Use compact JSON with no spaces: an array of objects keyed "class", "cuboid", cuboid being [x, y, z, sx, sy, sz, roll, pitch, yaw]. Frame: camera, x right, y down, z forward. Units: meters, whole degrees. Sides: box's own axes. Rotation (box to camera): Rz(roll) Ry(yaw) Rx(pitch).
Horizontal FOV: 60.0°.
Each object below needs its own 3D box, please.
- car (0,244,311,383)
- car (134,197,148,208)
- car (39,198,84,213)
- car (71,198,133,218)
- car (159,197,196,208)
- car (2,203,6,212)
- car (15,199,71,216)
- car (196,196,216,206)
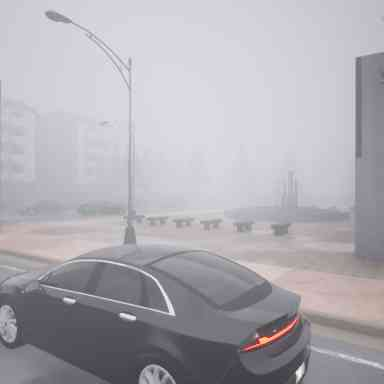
[{"class":"car","cuboid":[-0.922,1.505,4.649,4.892,1.490,1.837,0,0,35]},{"class":"car","cuboid":[-8.506,1.505,46.892,4.892,1.490,1.837,0,0,-44]},{"class":"car","cuboid":[-15.100,1.526,38.818,1.812,1.442,4.674,0,0,36]},{"class":"car","cuboid":[-8.099,1.491,30.381,2.128,1.511,4.902,0,0,33]},{"class":"car","cuboid":[-2.414,1.491,47.623,4.902,1.511,2.128,0,0,-38]},{"class":"car","cuboid":[-20.246,1.492,31.264,2.128,1.511,4.902,0,0,35]},{"class":"car","cuboid":[-14.879,1.505,32.959,1.837,1.490,4.892,0,0,34]},{"class":"car","cuboid":[1.638,1.478,54.675,5.008,1.535,1.882,-1,0,-30]}]
